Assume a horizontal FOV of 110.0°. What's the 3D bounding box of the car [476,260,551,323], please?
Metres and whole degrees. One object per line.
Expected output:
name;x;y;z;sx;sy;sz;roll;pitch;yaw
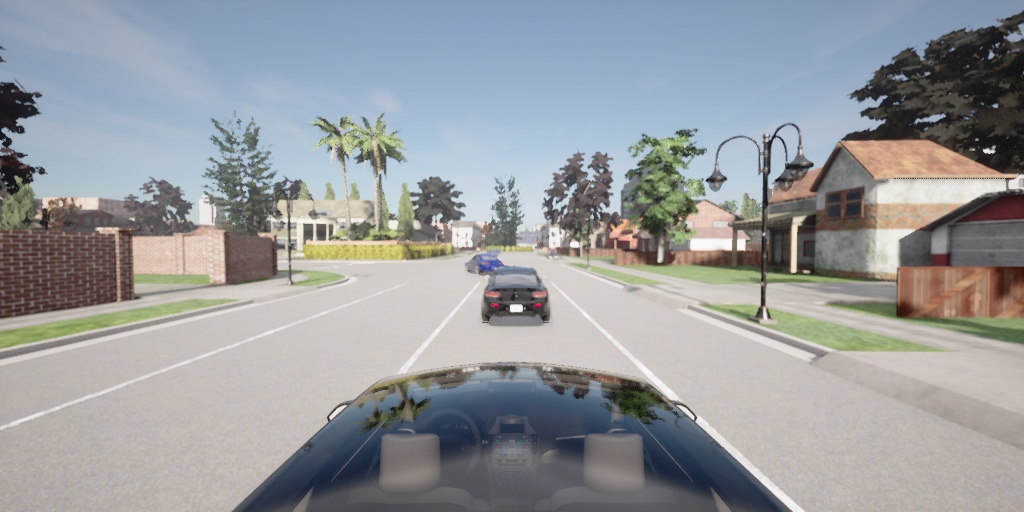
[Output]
car;0.104;1.021;10.893;1.812;1.442;4.674;0;2;0

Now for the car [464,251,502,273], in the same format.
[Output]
car;-2.124;0.590;26.452;1.812;1.442;4.674;0;2;-23
